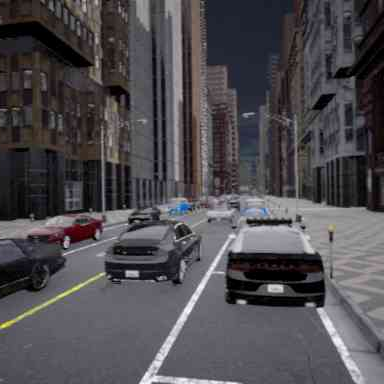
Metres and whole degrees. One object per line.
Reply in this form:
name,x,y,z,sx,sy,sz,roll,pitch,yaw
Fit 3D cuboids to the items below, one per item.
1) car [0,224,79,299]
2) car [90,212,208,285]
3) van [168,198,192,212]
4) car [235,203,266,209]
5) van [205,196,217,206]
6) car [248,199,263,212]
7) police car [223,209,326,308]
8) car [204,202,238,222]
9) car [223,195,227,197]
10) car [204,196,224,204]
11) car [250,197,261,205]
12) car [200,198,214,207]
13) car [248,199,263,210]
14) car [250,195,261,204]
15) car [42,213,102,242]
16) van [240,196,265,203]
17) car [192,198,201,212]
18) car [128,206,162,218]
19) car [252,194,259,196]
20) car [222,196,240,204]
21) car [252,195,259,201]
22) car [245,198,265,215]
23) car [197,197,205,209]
car,-4.717,1.665,6.756,2.033,1.411,5.357,-1,0,11
car,-0.882,1.577,9.790,1.837,1.490,4.892,-1,0,11
van,-1.543,1.593,37.596,1.690,1.788,3.998,-1,0,11
car,3.694,1.581,19.566,1.752,1.417,4.829,-1,0,11
van,3.747,1.678,65.279,1.690,1.788,3.998,-1,0,11
car,7.925,1.648,41.710,1.752,1.417,4.829,-1,0,11
police car,1.899,1.441,8.192,1.930,1.638,5.238,-1,0,11
car,2.416,1.723,27.039,1.895,1.301,4.718,-1,0,11
car,6.923,1.829,81.888,1.967,1.590,4.097,-1,0,11
car,3.305,1.768,48.216,1.812,1.442,4.674,-1,0,11
car,12.125,1.756,63.688,1.947,1.339,4.313,-1,0,11
car,2.693,1.865,59.741,1.887,1.381,4.507,-1,0,11
car,8.952,1.690,47.079,2.008,1.369,4.403,-1,0,11
car,13.178,1.522,69.226,2.192,1.841,5.009,-1,0,11
car,-5.770,1.731,15.449,1.887,1.381,4.507,-1,0,11
van,4.716,1.413,24.936,1.690,1.788,3.998,-1,0,11
car,-0.480,1.835,43.131,1.947,1.339,4.313,-1,0,11
car,-3.654,1.785,26.522,1.947,1.339,4.313,-1,0,11
car,11.065,1.613,58.152,1.967,1.590,4.097,-1,0,11
car,5.407,1.678,43.240,1.837,1.490,4.892,-1,0,11
car,17.412,1.716,91.369,1.967,1.590,4.097,-1,0,11
car,6.834,1.545,36.008,1.967,1.590,4.097,-1,0,11
car,0.578,1.852,48.668,1.947,1.339,4.313,-1,0,11
